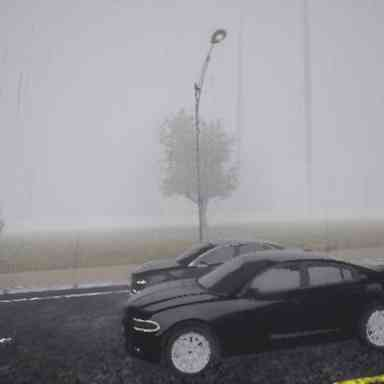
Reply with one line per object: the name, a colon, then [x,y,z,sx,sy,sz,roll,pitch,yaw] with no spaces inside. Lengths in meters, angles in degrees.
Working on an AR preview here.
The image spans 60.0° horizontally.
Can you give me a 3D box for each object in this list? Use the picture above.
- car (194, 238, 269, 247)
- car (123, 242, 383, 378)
car: [0.780,2.052,9.020,4.892,1.490,1.837,-1,-4,-13]
car: [1.342,1.808,5.826,5.008,1.535,1.882,-1,-4,-12]
